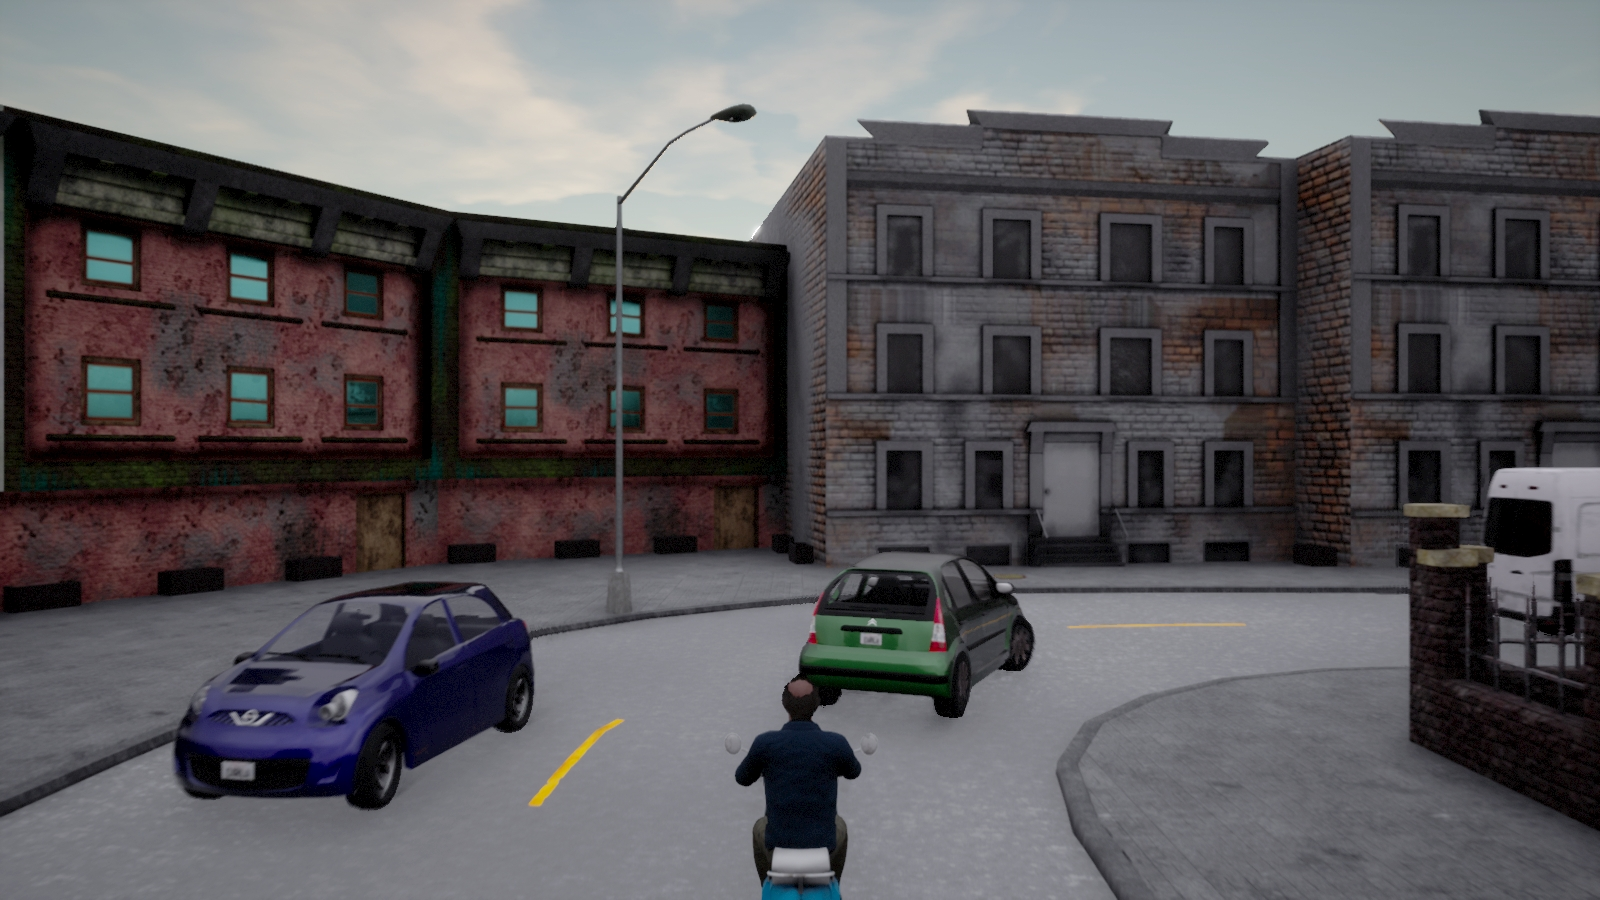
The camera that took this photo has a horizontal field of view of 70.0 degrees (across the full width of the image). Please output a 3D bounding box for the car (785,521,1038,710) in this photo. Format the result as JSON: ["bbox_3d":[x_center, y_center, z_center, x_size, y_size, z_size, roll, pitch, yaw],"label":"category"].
[{"bbox_3d":[1.487,1.781,13.585,1.851,1.617,3.988,0,0,24],"label":"car"}]

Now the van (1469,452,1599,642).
[{"bbox_3d":[13.193,1.314,16.491,5.915,2.561,1.988,0,0,0],"label":"van"}]

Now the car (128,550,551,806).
[{"bbox_3d":[-3.814,1.819,10.208,1.845,1.501,3.633,0,0,10],"label":"car"}]
